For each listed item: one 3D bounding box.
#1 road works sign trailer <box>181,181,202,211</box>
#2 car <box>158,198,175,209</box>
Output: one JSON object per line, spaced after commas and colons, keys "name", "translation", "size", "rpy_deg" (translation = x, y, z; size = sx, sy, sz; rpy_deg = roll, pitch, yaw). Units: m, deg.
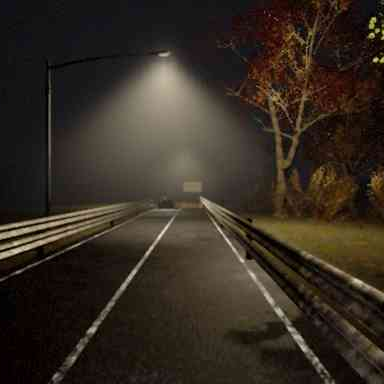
{"name": "road works sign trailer", "translation": [0.043, 0.438, 40.622], "size": [2.380, 3.560, 2.880], "rpy_deg": [0, 0, 0]}
{"name": "car", "translation": [-3.300, 1.535, 43.738], "size": [1.994, 1.385, 4.181], "rpy_deg": [0, 0, 0]}
